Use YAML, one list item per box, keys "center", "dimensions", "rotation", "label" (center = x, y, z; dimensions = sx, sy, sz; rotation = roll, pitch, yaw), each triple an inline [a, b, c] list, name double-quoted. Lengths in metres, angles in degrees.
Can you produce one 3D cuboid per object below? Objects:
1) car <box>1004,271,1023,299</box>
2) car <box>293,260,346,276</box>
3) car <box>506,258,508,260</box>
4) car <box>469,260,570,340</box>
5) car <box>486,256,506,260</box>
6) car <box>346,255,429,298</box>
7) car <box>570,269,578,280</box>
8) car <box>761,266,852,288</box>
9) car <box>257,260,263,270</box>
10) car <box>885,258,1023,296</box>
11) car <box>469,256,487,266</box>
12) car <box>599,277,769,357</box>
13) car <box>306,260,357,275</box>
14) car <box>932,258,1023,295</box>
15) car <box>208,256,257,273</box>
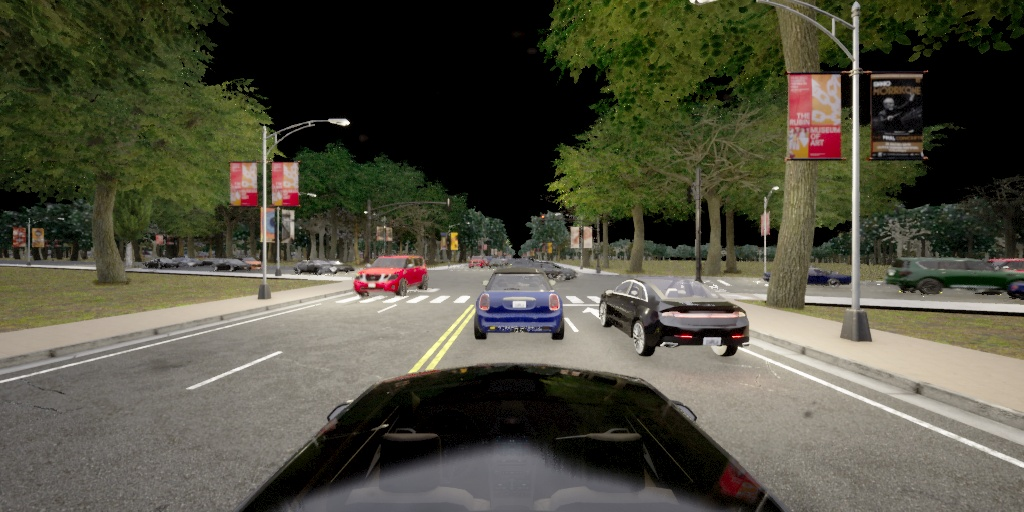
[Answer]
- center: [25.551, 1.527, 15.422]
  dimensions: [4.718, 1.301, 1.895]
  rotation: [0, 0, 24]
  label: "car"
- center: [-19.361, 1.152, 35.448]
  dimensions: [4.902, 1.511, 2.128]
  rotation: [0, 0, 24]
  label: "car"
- center: [-2.210, 1.359, 64.872]
  dimensions: [1.895, 1.301, 4.718]
  rotation: [0, 0, 1]
  label: "car"
- center: [0.191, 1.102, 10.136]
  dimensions: [2.097, 1.767, 4.553]
  rotation: [0, 0, 1]
  label: "car"
- center: [-2.401, 1.108, 55.881]
  dimensions: [2.097, 1.767, 4.553]
  rotation: [0, 0, 1]
  label: "car"
- center: [-6.105, 0.971, 18.893]
  dimensions: [2.150, 2.045, 5.566]
  rotation: [0, 0, 4]
  label: "car"
- center: [2.854, 1.284, 29.102]
  dimensions: [4.892, 1.490, 1.837]
  rotation: [0, 0, 24]
  label: "car"
- center: [20.393, 1.477, 25.058]
  dimensions: [4.718, 1.301, 1.895]
  rotation: [0, 0, 24]
  label: "car"
- center: [-33.451, 0.927, 45.299]
  dimensions: [4.553, 1.767, 2.097]
  rotation: [0, 0, 24]
  label: "car"
- center: [24.284, 1.131, 19.546]
  dimensions: [5.566, 2.045, 2.150]
  rotation: [0, 0, 24]
  label: "car"
- center: [-5.630, 0.978, 57.948]
  dimensions: [2.150, 2.045, 5.566]
  rotation: [0, 0, 1]
  label: "car"
- center: [3.428, 1.241, 8.548]
  dimensions: [2.128, 1.511, 4.902]
  rotation: [0, 0, 0]
  label: "car"
- center: [-19.716, 1.198, 39.166]
  dimensions: [5.357, 1.411, 2.033]
  rotation: [0, 0, 24]
  label: "car"
- center: [29.307, 1.153, 21.077]
  dimensions: [5.566, 2.045, 2.150]
  rotation: [0, 0, 25]
  label: "car"
- center: [-32.094, 1.068, 41.130]
  dimensions: [5.008, 1.535, 1.882]
  rotation: [0, 0, 24]
  label: "car"
